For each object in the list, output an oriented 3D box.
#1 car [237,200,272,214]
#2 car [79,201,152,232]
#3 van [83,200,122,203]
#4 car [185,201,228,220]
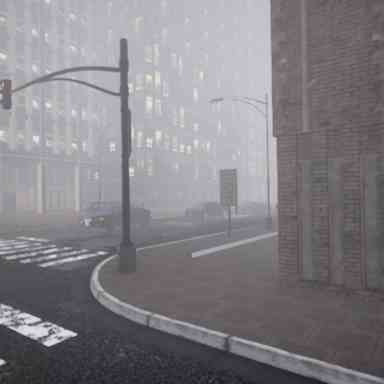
[{"bbox_3d":[7.273,1.707,37.494,1.895,1.301,4.718,-1,-1,36],"label":"car"},{"bbox_3d":[-4.610,1.557,20.959,2.128,1.511,4.902,-1,-1,34],"label":"car"},{"bbox_3d":[-5.985,1.459,23.475,1.690,1.788,3.998,-2,-1,36],"label":"van"},{"bbox_3d":[1.318,1.563,29.207,1.882,1.535,5.008,-1,-1,36],"label":"car"}]
